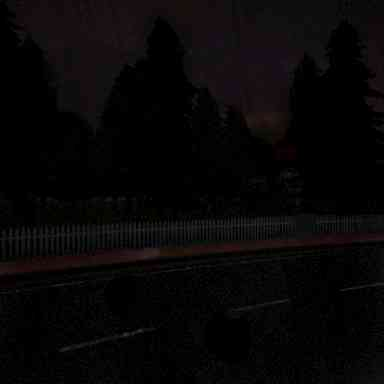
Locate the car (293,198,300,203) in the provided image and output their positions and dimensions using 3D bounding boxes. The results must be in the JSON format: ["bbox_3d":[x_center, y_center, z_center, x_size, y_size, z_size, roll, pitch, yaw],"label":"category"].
[{"bbox_3d":[20.604,1.407,62.616,2.097,1.767,4.553,0,0,-4],"label":"car"}]
